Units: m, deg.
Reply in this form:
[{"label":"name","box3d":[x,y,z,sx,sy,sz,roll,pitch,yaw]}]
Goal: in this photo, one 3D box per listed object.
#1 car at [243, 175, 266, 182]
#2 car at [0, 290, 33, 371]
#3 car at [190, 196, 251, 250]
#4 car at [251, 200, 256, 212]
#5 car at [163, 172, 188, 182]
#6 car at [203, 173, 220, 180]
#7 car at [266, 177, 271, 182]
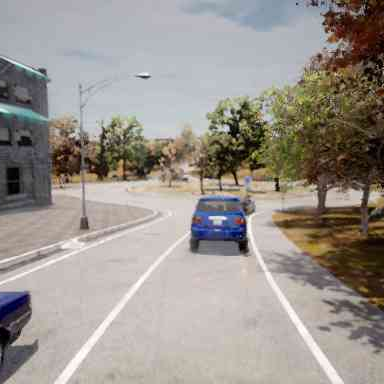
[{"label":"car","box3d":[13.235,-2.874,72.165,4.181,1.385,1.994,3,6,25]},{"label":"car","box3d":[-3.213,1.580,2.400,1.895,1.301,4.718,0,0,2]},{"label":"car","box3d":[1.251,1.191,14.506,2.150,2.045,5.566,1,0,7]},{"label":"car","box3d":[4.328,1.140,29.202,1.837,1.490,4.892,2,4,22]},{"label":"car","box3d":[-3.472,-3.207,72.049,5.566,2.045,2.150,-3,6,-29]},{"label":"car","box3d":[4.724,-3.789,81.194,2.128,1.511,4.902,-5,8,-44]},{"label":"car","box3d":[15.979,-3.085,74.337,4.181,1.385,1.994,3,6,29]}]
